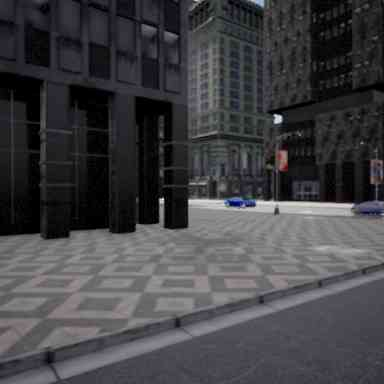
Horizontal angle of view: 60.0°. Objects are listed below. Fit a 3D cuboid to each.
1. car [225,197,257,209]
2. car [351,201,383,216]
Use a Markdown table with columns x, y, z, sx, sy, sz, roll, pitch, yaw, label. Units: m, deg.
| x | y | z | sx | sy | sz | roll | pitch | yaw | label |
| --- | --- | --- | --- | --- | --- | --- | --- | --- | --- |
| 6.474 | 1.391 | 44.590 | 1.882 | 1.535 | 5.008 | 0 | 0 | -35 | car |
| 16.716 | 1.482 | 30.134 | 1.994 | 1.385 | 4.181 | 0 | 0 | -35 | car |
